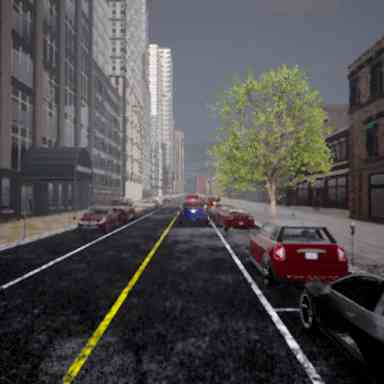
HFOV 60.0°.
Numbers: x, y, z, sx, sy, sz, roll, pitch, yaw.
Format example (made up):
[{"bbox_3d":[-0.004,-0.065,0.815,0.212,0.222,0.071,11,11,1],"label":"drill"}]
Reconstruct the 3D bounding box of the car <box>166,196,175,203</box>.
[{"bbox_3d":[-5.686,1.756,76.017,1.947,1.339,4.313,1,0,0],"label":"car"}]

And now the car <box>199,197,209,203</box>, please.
[{"bbox_3d":[2.694,1.756,76.020,1.947,1.339,4.313,1,0,0],"label":"car"}]

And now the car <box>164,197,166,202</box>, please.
[{"bbox_3d":[-5.684,1.673,53.664,1.752,1.417,4.829,1,0,0],"label":"car"}]

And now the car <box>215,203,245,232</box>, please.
[{"bbox_3d":[2.699,1.609,20.560,1.887,1.381,4.507,1,0,0],"label":"car"}]

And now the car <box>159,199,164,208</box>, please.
[{"bbox_3d":[-5.684,1.701,48.289,1.947,1.339,4.313,1,0,0],"label":"car"}]

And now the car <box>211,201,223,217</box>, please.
[{"bbox_3d":[2.698,1.662,26.106,1.802,1.307,4.206,1,0,0],"label":"car"}]

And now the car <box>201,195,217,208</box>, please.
[{"bbox_3d":[2.700,1.463,53.837,2.192,1.841,5.009,1,0,0],"label":"car"}]

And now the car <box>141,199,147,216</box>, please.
[{"bbox_3d":[-5.682,1.620,31.479,1.752,1.417,4.829,1,0,0],"label":"car"}]

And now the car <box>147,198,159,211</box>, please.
[{"bbox_3d":[-5.683,1.648,42.571,1.752,1.417,4.829,1,0,0],"label":"car"}]

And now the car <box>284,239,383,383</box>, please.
[{"bbox_3d":[2.700,1.579,3.921,1.947,1.339,4.313,1,0,0],"label":"car"}]

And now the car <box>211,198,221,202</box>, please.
[{"bbox_3d":[2.699,1.621,31.822,1.752,1.417,4.829,1,0,0],"label":"car"}]

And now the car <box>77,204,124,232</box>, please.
[{"bbox_3d":[-5.682,1.647,20.557,1.802,1.307,4.206,1,0,0],"label":"car"}]

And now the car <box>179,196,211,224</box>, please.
[{"bbox_3d":[0.098,1.430,25.654,2.097,1.767,4.553,0,0,0],"label":"car"}]

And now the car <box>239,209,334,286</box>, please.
[{"bbox_3d":[2.702,1.471,9.467,1.967,1.590,4.097,1,0,0],"label":"car"}]

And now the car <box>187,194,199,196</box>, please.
[{"bbox_3d":[0.096,1.348,45.816,2.150,2.045,5.566,0,-1,0],"label":"car"}]

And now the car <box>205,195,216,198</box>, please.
[{"bbox_3d":[2.701,1.438,42.745,2.192,1.841,5.009,1,0,0],"label":"car"}]

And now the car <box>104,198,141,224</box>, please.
[{"bbox_3d":[-5.678,1.395,26.104,2.192,1.841,5.009,1,0,0],"label":"car"}]
